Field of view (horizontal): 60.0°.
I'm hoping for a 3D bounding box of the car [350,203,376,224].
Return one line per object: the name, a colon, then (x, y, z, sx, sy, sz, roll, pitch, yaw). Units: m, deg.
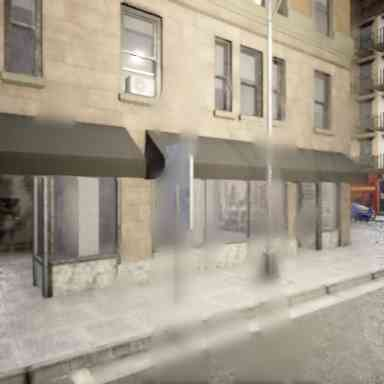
car: (10.970, 1.489, 24.470, 1.812, 1.442, 4.674, 0, 0, -34)
